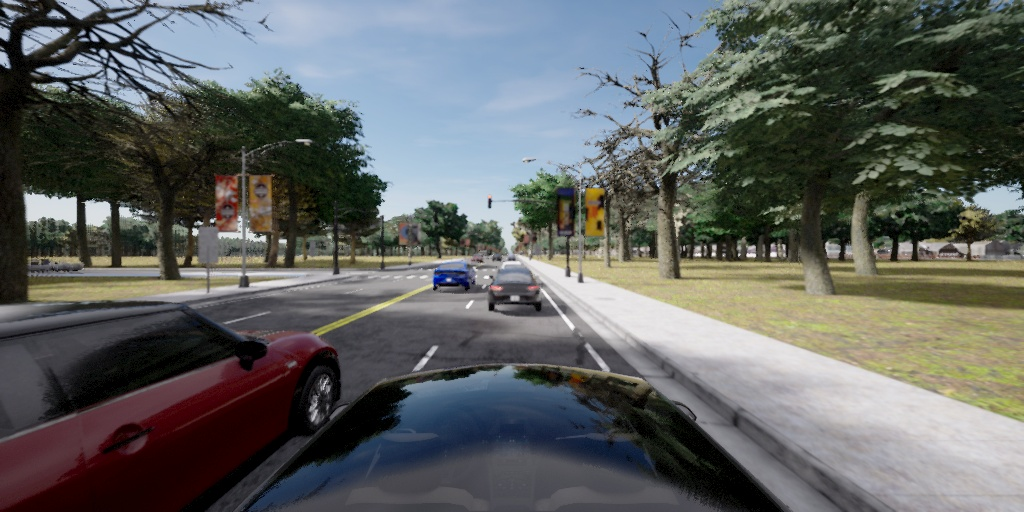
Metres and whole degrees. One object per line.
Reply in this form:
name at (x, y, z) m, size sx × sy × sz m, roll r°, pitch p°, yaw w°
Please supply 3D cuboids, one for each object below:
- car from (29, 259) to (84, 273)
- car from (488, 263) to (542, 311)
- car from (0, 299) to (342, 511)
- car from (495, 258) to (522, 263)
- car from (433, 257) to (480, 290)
car at (-43.226, 0.971, 33.446) m, size 4.718 × 1.301 × 1.895 m, roll 0°, pitch 1°, yaw 0°
car at (0.092, 1.147, 13.571) m, size 1.812 × 1.442 × 4.674 m, roll 0°, pitch 1°, yaw 0°
car at (-3.148, 1.093, 2.569) m, size 2.097 × 1.767 × 4.553 m, roll 0°, pitch 1°, yaw 0°
car at (0.050, 1.050, 22.674) m, size 1.812 × 1.442 × 4.674 m, roll 0°, pitch 1°, yaw 0°
car at (-3.163, 1.026, 20.413) m, size 1.882 × 1.535 × 5.008 m, roll 0°, pitch 1°, yaw 0°
